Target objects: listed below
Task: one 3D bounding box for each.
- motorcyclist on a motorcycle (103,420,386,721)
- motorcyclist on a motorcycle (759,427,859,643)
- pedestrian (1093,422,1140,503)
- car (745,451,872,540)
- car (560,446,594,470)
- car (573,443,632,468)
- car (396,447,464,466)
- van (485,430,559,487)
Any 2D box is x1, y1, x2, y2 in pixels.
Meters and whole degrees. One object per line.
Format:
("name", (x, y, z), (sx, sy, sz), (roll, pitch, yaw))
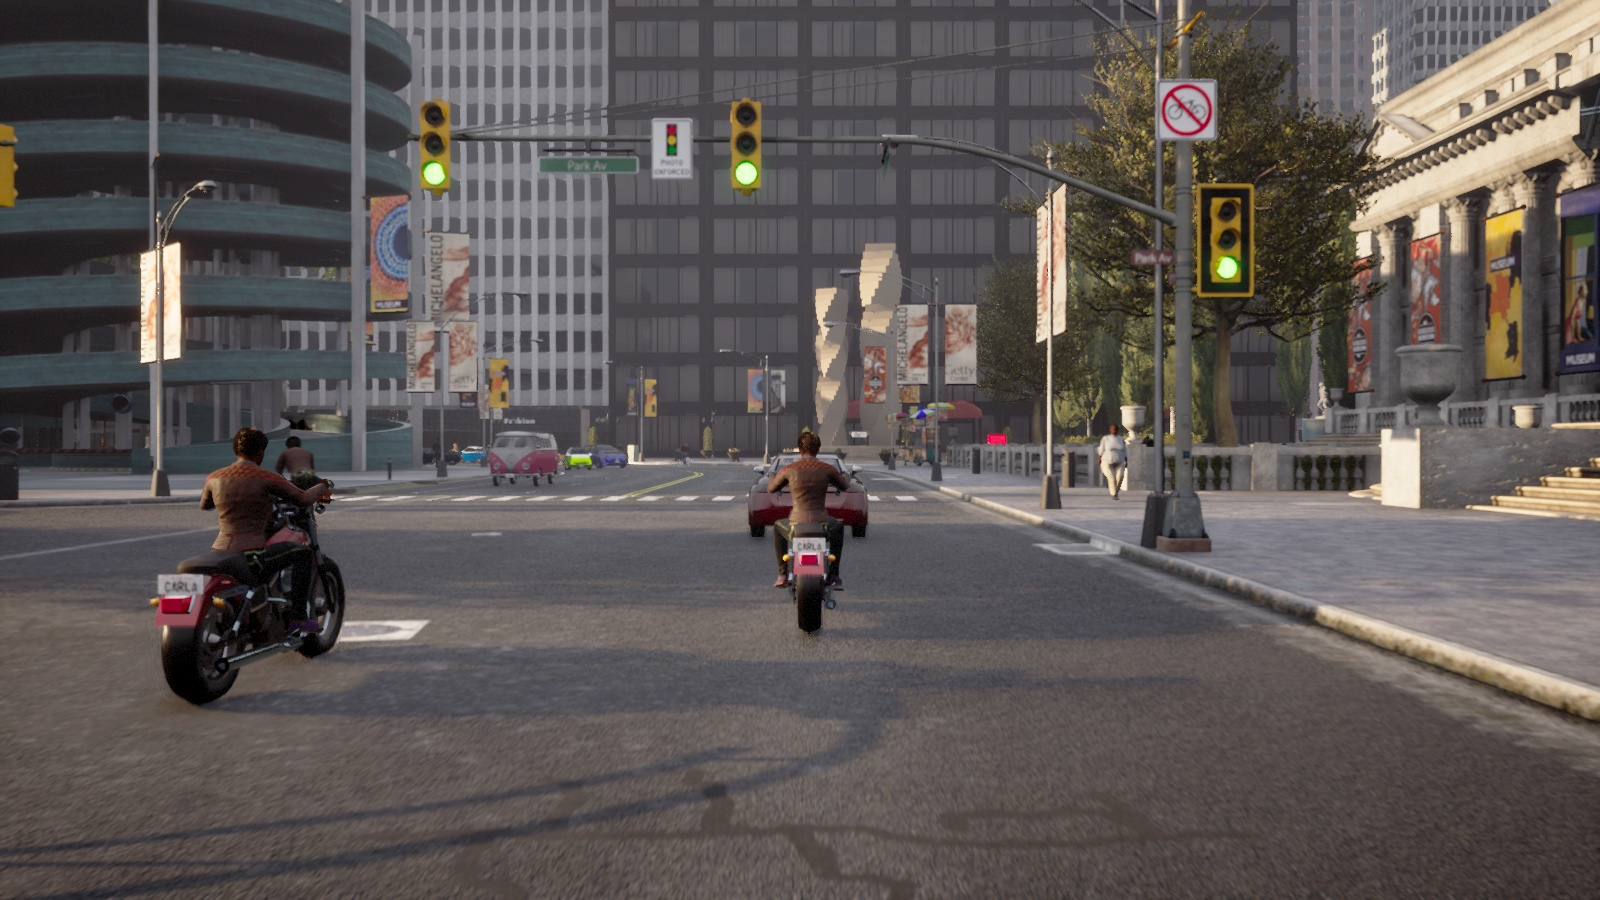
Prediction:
("motorcyclist on a motorcycle", (-3.439, 0.659, 8.073), (0.766, 1.649, 2.350), (0, 0, 0))
("motorcyclist on a motorcycle", (0.077, 0.650, 10.790), (0.766, 1.649, 2.350), (0, 0, 0))
("pedestrian", (7.349, 0.281, 29.236), (0.874, 1.855, 0.900), (0, 0, 1))
("car", (0.140, 0.715, 21.826), (1.994, 1.385, 4.181), (0, 0, 0))
("car", (-13.083, 0.469, 73.619), (1.481, 1.376, 2.207), (0, 0, -24))
("car", (-12.678, 0.331, 80.418), (2.007, 1.525, 4.514), (0, 0, -35))
("car", (-26.271, 0.436, 89.087), (4.718, 1.301, 1.895), (0, 0, 30))
("van", (-10.224, 0.288, 46.494), (1.775, 1.987, 4.442), (0, 0, 0))
